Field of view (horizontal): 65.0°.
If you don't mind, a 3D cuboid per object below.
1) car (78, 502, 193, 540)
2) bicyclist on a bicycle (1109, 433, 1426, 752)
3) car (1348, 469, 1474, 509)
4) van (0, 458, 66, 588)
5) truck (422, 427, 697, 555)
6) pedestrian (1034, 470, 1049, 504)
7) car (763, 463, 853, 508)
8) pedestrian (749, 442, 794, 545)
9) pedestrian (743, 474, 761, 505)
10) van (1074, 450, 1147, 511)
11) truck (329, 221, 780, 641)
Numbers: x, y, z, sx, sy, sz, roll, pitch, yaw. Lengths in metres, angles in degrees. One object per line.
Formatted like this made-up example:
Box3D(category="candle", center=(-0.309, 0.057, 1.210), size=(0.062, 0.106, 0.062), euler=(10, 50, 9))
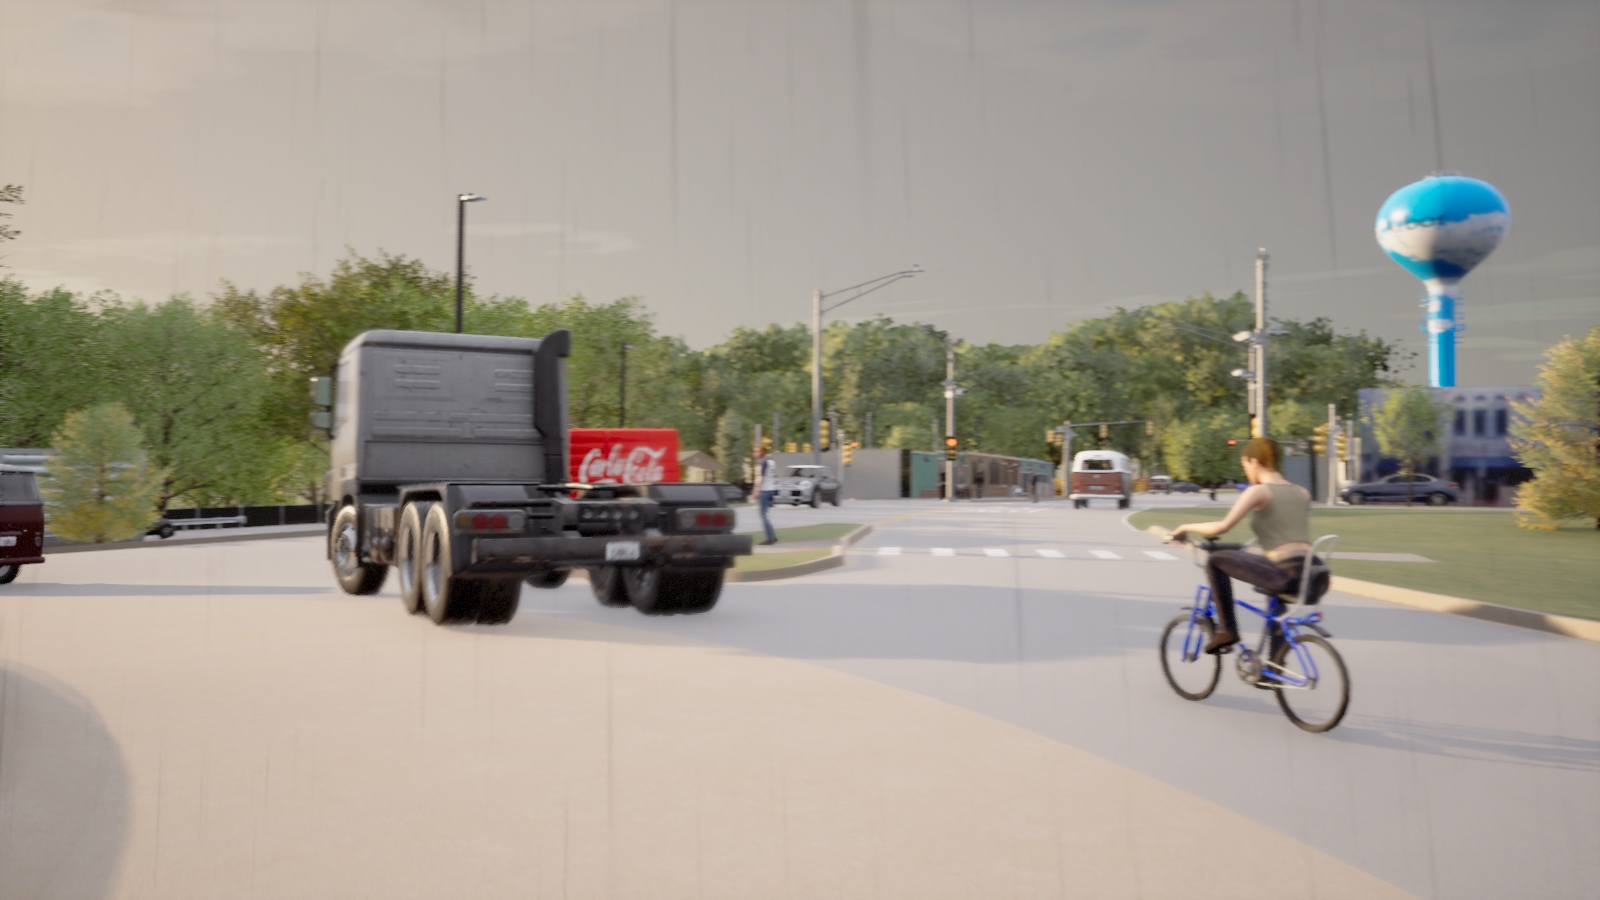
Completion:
Box3D(category="car", center=(-33.308, 3.536, 63.044), size=(2.242, 1.667, 4.611), euler=(0, -1, 29))
Box3D(category="bicyclist on a bicycle", center=(2.619, 0.734, 7.203), size=(0.866, 1.612, 1.509), euler=(2, -1, -23))
Box3D(category="car", center=(27.327, 1.745, 56.362), size=(5.027, 1.651, 2.152), euler=(0, -2, 24))
Box3D(category="van", center=(-14.324, 1.177, 19.956), size=(4.442, 1.987, 1.775), euler=(-1, -2, 9))
Box3D(category="truck", center=(-5.094, 0.754, 27.095), size=(5.204, 2.467, 2.627), euler=(-1, 1, -44))
Box3D(category="pedestrian", center=(13.264, 2.019, 69.054), size=(0.726, 1.842, 0.402), euler=(0, -2, 28))
Box3D(category="car", center=(0.341, 1.220, 43.627), size=(1.970, 1.475, 3.806), euler=(0, -1, 20))
Box3D(category="pedestrian", center=(-0.508, 0.777, 22.585), size=(0.706, 1.836, 0.354), euler=(0, -2, 14))
Box3D(category="pedestrian", center=(-2.895, 2.390, 75.244), size=(0.899, 1.844, 0.634), euler=(0, -2, 15))
Box3D(category="van", center=(11.107, 1.091, 44.708), size=(2.069, 2.038, 4.480), euler=(0, -1, 20))
Box3D(category="truck", center=(-3.343, 0.025, 14.526), size=(2.891, 3.462, 7.936), euler=(1, -3, -28))
